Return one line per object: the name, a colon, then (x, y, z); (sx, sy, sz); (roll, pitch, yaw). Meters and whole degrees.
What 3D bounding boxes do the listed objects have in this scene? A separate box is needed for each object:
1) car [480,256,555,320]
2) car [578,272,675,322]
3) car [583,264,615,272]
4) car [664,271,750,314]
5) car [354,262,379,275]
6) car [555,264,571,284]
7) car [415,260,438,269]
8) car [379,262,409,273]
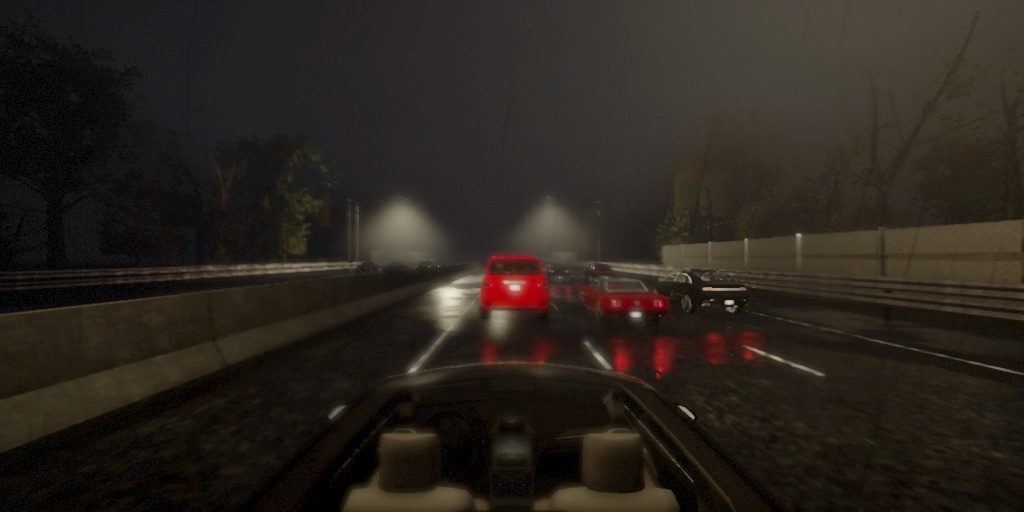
car: (0.083, 1.035, 13.075); (2.150, 2.045, 5.566); (0, 0, 0)
car: (3.581, 1.412, 12.481); (1.895, 1.301, 4.718); (0, 0, 0)
car: (7.086, 1.409, 29.457); (1.837, 1.490, 4.892); (0, 0, 0)
car: (7.086, 1.312, 14.098); (2.128, 1.511, 4.902); (0, 0, 0)
car: (-17.597, 1.486, 44.095); (1.837, 1.490, 4.892); (0, 0, 0)
car: (3.584, 1.395, 29.154); (2.128, 1.511, 4.902); (0, 0, 0)
car: (-10.598, 1.337, 44.663); (2.097, 1.767, 4.553); (0, 0, 0)
car: (-14.098, 1.459, 43.814); (1.882, 1.535, 5.008); (0, 0, 0)
